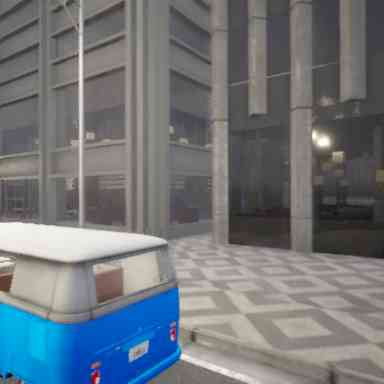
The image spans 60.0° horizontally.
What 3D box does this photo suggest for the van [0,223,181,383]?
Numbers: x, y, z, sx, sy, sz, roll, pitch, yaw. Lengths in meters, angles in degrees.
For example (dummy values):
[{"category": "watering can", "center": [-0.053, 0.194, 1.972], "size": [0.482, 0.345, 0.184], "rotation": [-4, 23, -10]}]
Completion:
[{"category": "van", "center": [-2.044, 1.369, 4.409], "size": [3.998, 1.788, 1.690], "rotation": [0, 0, 35]}]
